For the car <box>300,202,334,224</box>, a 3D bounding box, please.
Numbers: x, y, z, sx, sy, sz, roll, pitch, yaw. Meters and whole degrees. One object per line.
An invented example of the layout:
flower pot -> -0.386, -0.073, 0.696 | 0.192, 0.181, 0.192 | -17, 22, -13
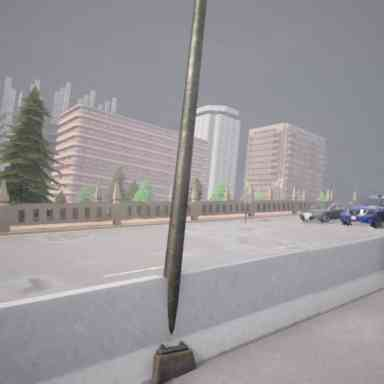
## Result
car -> 10.199, 1.550, 25.386 | 4.902, 1.511, 2.128 | 0, 0, -38

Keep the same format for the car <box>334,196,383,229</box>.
car -> 12.351, 1.280, 22.627 | 5.566, 2.045, 2.150 | 0, 0, -38
